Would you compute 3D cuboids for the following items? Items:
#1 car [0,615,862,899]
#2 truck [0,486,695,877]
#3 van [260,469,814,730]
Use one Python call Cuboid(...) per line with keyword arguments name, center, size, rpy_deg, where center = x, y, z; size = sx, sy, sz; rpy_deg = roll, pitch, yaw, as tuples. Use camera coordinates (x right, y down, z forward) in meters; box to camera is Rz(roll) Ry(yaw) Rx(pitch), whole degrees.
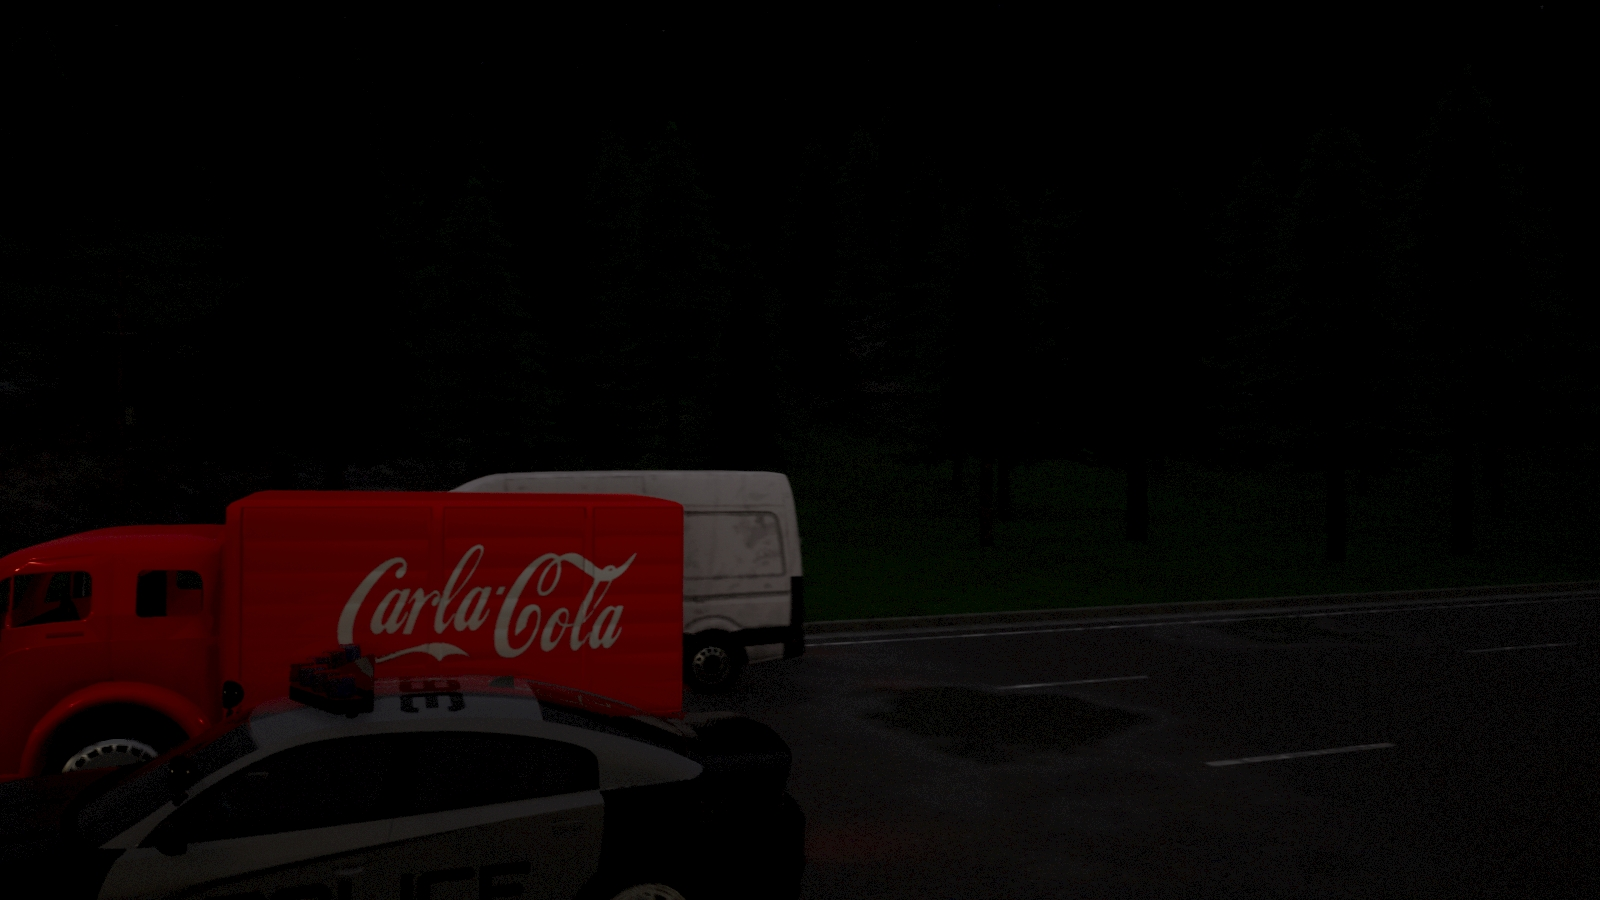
Cuboid(name="car", center=(-2.491, 1.982, 6.234), size=(5.238, 1.638, 2.097), rpy_deg=(0, 0, -20))
Cuboid(name="truck", center=(-3.742, 1.579, 9.387), size=(5.204, 2.467, 2.627), rpy_deg=(1, 0, -20))
Cuboid(name="van", center=(-2.954, 1.533, 13.385), size=(5.915, 2.561, 1.988), rpy_deg=(0, 0, -19))
